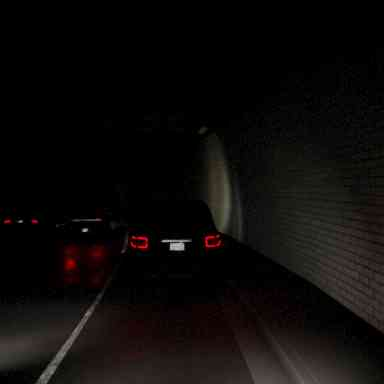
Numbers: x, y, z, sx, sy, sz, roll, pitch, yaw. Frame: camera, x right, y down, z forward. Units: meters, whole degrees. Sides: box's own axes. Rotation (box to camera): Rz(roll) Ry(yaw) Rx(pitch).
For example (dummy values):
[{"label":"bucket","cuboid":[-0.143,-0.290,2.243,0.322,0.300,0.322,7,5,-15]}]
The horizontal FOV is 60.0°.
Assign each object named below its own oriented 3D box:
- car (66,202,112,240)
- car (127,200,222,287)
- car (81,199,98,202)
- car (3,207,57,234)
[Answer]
[{"label":"car","cuboid":[-5.251,1.491,17.260,2.128,1.511,4.902,0,0,-11]},{"label":"car","cuboid":[-0.589,1.220,9.522,2.150,2.045,5.566,0,0,-6]},{"label":"car","cuboid":[-10.328,1.477,33.471,1.882,1.535,5.008,0,0,-24]},{"label":"car","cuboid":[-9.138,1.547,19.157,2.033,1.411,5.357,0,0,-13]}]
